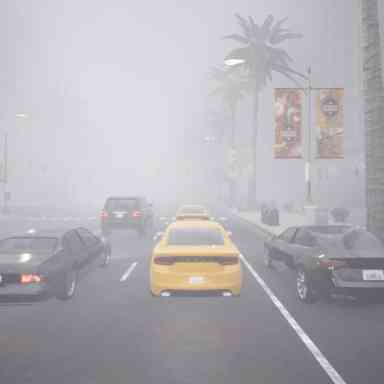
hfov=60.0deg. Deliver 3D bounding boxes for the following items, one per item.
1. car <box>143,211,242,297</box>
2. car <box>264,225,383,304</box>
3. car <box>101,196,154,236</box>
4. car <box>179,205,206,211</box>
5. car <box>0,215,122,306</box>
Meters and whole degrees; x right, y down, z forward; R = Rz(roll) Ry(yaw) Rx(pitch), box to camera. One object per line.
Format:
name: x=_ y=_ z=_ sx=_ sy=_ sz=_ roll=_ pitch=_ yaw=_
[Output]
car: x=0.073 y=1.478 z=8.618 sx=1.882 sy=1.535 sz=5.008 roll=0 pitch=0 yaw=0
car: x=3.166 y=1.513 z=8.206 sx=2.161 sy=1.482 sz=4.786 roll=0 pitch=0 yaw=-1
car: x=-3.462 y=1.222 z=18.546 sx=2.150 sy=2.045 sz=5.566 roll=0 pitch=0 yaw=0
car: x=0.036 y=1.478 z=18.816 sx=1.882 sy=1.535 sz=5.008 roll=0 pitch=0 yaw=0
car: x=-3.422 y=1.547 z=8.275 sx=2.033 sy=1.411 sz=5.357 roll=0 pitch=0 yaw=0
